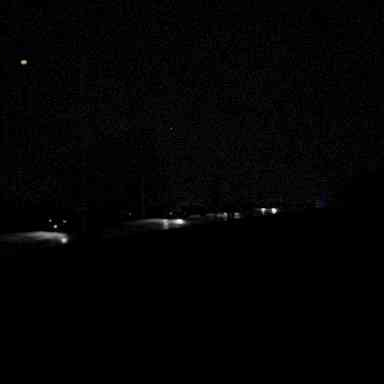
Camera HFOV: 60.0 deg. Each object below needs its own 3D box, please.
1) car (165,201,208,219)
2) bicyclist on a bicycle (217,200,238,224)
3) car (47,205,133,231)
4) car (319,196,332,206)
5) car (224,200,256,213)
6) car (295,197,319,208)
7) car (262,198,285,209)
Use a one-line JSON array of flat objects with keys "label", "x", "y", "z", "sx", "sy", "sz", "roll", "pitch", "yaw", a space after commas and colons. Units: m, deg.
[{"label": "car", "x": -0.381, "y": 1.480, "z": 28.877, "sx": 1.812, "sy": 1.442, "sz": 4.674, "roll": -1, "pitch": -1, "yaw": 35}, {"label": "bicyclist on a bicycle", "x": 2.361, "y": 1.339, "z": 22.380, "sx": 1.656, "sy": 1.620, "sz": 0.582, "roll": 0, "pitch": 0, "yaw": 35}, {"label": "car", "x": -6.108, "y": 1.524, "z": 20.699, "sx": 2.033, "sy": 1.411, "sz": 5.357, "roll": -1, "pitch": -1, "yaw": 34}, {"label": "car", "x": 21.822, "y": 1.470, "z": 55.275, "sx": 1.882, "sy": 1.535, "sz": 5.008, "roll": -1, "pitch": -1, "yaw": 35}, {"label": "car", "x": 5.381, "y": 1.542, "z": 37.033, "sx": 1.895, "sy": 1.301, "sz": 4.718, "roll": -1, "pitch": -1, "yaw": 35}, {"label": "car", "x": 16.112, "y": 1.491, "z": 47.161, "sx": 1.994, "sy": 1.385, "sz": 4.181, "roll": -1, "pitch": -1, "yaw": 35}, {"label": "car", "x": 11.203, "y": 1.484, "z": 45.229, "sx": 1.812, "sy": 1.442, "sz": 4.674, "roll": -1, "pitch": -1, "yaw": 36}]
